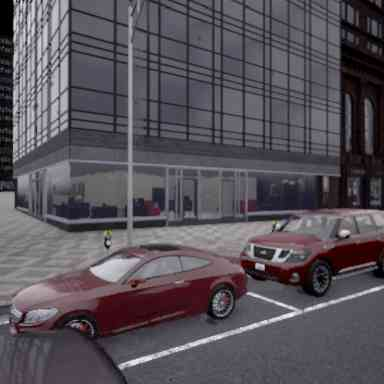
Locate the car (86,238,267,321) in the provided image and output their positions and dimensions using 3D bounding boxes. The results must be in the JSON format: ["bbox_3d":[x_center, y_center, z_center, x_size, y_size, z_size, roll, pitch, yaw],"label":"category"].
[{"bbox_3d":[-0.856,1.626,5.926,4.206,1.307,1.802,1,-1,-34],"label":"car"}]

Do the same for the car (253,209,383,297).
[{"bbox_3d":[3.628,1.406,8.984,5.009,1.841,2.192,1,-1,-34],"label":"car"}]

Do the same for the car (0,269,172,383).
[{"bbox_3d":[-2.778,1.544,1.271,5.357,1.411,2.033,1,-1,-34],"label":"car"}]
